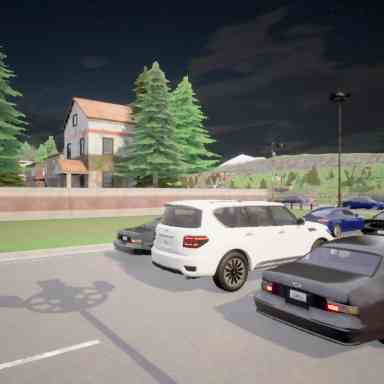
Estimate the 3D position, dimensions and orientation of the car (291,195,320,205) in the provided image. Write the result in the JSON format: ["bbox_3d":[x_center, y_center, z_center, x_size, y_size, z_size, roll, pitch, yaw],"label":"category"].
[{"bbox_3d":[20.194,1.353,59.504,2.097,1.767,4.553,0,0,-36],"label":"car"}]

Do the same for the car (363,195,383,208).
[{"bbox_3d":[28.022,1.352,48.886,2.097,1.767,4.553,0,0,-38],"label":"car"}]

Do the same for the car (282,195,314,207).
[{"bbox_3d":[16.666,1.351,52.405,2.097,1.767,4.553,0,0,-36],"label":"car"}]

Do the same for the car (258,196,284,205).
[{"bbox_3d":[14.482,1.526,61.445,1.812,1.442,4.674,0,0,-36],"label":"car"}]

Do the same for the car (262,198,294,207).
[{"bbox_3d":[13.170,1.601,51.263,1.895,1.301,4.718,0,0,-36],"label":"car"}]

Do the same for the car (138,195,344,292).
[{"bbox_3d":[1.587,1.221,9.178,5.566,2.045,2.150,0,0,-36],"label":"car"}]

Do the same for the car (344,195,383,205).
[{"bbox_3d":[21.089,1.478,40.646,1.882,1.535,5.008,0,0,-39],"label":"car"}]

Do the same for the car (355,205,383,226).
[{"bbox_3d":[9.678,1.478,14.937,5.008,1.535,1.882,0,0,-35],"label":"car"}]

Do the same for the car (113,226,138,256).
[{"bbox_3d":[-0.133,1.547,12.243,5.357,1.411,2.033,0,0,-36],"label":"car"}]

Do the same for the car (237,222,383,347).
[{"bbox_3d":[3.566,1.547,6.289,5.357,1.411,2.033,0,0,-36],"label":"car"}]

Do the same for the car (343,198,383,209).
[{"bbox_3d":[24.686,1.547,47.386,2.033,1.411,5.357,0,0,-37],"label":"car"}]

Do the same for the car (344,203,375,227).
[{"bbox_3d":[7.671,1.526,17.804,4.674,1.442,1.812,0,0,-35],"label":"car"}]
